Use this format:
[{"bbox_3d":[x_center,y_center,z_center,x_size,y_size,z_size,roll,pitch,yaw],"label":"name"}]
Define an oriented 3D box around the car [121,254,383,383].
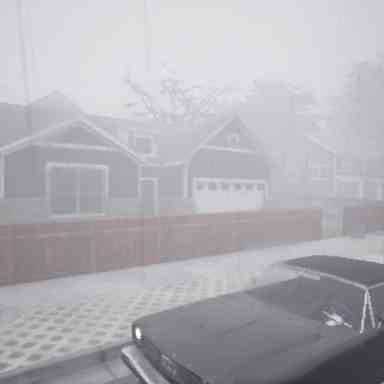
[{"bbox_3d":[1.588,1.594,4.205,4.718,1.301,1.895,0,0,-35],"label":"car"}]
